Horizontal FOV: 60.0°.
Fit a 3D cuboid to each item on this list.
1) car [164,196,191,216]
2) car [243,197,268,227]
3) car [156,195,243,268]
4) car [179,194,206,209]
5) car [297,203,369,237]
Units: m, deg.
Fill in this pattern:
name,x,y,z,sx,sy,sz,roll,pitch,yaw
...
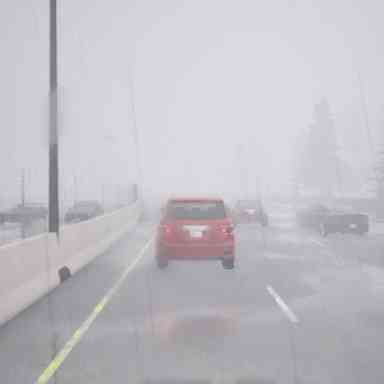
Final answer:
name,x,y,z,sx,sy,sz,roll,pitch,yaw
car,-1.381,1.183,29.900,1.882,1.535,5.008,0,1,-9
car,3.199,1.147,20.791,2.097,1.767,4.553,0,1,-3
car,0.095,1.113,10.942,2.150,2.045,5.566,0,1,0
car,-0.019,1.095,40.285,2.128,1.511,4.902,0,1,-14
car,6.942,1.310,16.993,1.882,1.535,5.008,0,1,-2
